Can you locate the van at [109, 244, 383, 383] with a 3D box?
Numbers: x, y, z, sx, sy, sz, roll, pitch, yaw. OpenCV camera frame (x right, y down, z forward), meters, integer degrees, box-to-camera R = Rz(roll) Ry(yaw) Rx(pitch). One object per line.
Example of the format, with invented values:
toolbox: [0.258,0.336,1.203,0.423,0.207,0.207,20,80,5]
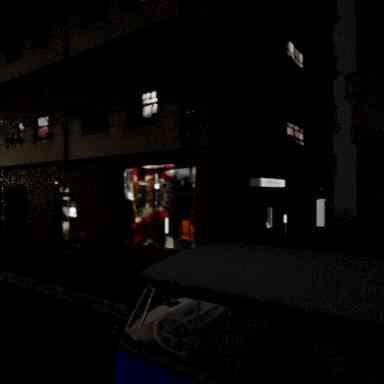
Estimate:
van: [1.222,1.341,2.007,3.998,1.788,1.690,0,0,35]
